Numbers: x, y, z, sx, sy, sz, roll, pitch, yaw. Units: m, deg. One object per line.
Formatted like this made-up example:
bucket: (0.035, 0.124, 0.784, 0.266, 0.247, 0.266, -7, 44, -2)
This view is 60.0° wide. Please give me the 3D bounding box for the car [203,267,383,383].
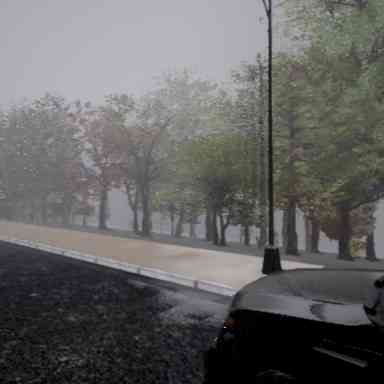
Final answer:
car: (2.649, 1.163, 1.910, 5.566, 2.045, 2.150, 0, 1, 41)
